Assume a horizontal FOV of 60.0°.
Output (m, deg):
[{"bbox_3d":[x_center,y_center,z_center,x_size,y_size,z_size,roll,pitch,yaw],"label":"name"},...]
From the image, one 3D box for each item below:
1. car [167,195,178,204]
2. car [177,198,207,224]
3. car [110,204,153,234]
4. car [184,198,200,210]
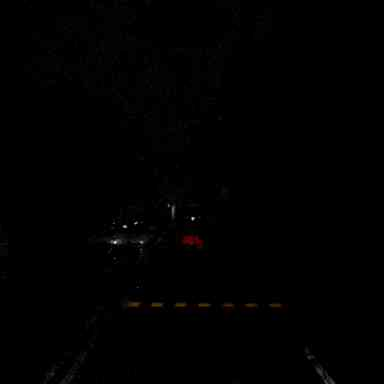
[{"bbox_3d":[-3.567,1.327,60.378,2.128,1.511,4.902,0,0,0],"label":"car"},{"bbox_3d":[0.058,1.481,24.678,1.837,1.490,4.892,0,1,0],"label":"car"},{"bbox_3d":[-3.375,1.491,19.138,1.837,1.490,4.892,0,0,0],"label":"car"},{"bbox_3d":[-0.025,1.482,41.712,1.994,1.385,4.181,0,0,0],"label":"car"}]
